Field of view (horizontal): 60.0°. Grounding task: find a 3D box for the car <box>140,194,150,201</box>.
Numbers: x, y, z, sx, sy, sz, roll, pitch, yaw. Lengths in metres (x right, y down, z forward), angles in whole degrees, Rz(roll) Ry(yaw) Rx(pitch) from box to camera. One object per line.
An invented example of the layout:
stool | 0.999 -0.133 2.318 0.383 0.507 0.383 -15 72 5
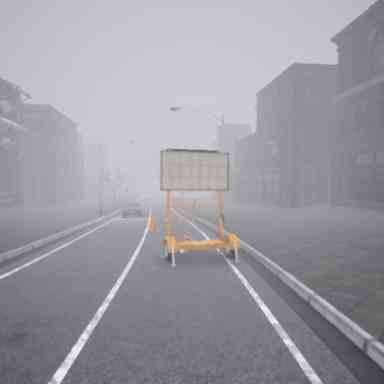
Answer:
car | -10.172 1.110 72.031 1.812 1.442 4.674 0 2 -7

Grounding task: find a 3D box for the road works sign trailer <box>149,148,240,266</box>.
road works sign trailer | 0.052 0.365 11.263 2.380 3.560 2.880 0 0 -16

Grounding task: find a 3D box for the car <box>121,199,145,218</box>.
car | -5.668 1.687 32.094 1.837 1.490 4.892 0 -1 -7
